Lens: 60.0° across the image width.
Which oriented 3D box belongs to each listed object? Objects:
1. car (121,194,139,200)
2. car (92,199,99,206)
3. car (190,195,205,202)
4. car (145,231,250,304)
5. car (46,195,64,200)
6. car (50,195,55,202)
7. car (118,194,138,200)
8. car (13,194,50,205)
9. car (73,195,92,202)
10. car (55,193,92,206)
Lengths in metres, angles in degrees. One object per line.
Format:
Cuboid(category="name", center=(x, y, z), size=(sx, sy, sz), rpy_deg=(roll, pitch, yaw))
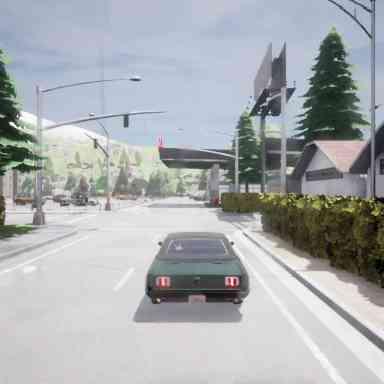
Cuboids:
Cuboid(category="car", center=(-16.438, 1.339, 87.987), size=(4.514, 1.523, 2.007), rpy_deg=(0, 0, 0))
Cuboid(category="car", center=(-16.143, 1.361, 50.594), size=(3.806, 1.475, 1.970), rpy_deg=(0, 0, 0))
Cuboid(category="car", center=(1.690, 1.540, 80.066), size=(2.033, 1.411, 5.357), rpy_deg=(0, 0, -14))
Cuboid(category="car", center=(0.101, 1.601, 8.075), size=(1.895, 1.301, 4.718), rpy_deg=(0, 0, 0))
Cuboid(category="car", center=(-35.036, 1.384, 84.902), size=(3.806, 1.475, 1.970), rpy_deg=(0, 0, 0))
Cuboid(category="car", center=(-23.974, 1.298, 62.973), size=(4.514, 1.523, 2.007), rpy_deg=(0, 0, 0))
Cuboid(category="car", center=(-16.370, 1.330, 84.851), size=(5.027, 1.636, 2.152), rpy_deg=(0, 0, 0))
Cuboid(category="car", center=(-24.622, 1.097, 50.513), size=(4.605, 1.855, 1.932), rpy_deg=(0, 0, 0))
Cuboid(category="car", center=(-23.983, 1.320, 72.966), size=(3.633, 1.501, 1.845), rpy_deg=(0, 0, 0))
Cuboid(category="car", center=(-16.737, 1.077, 47.266), size=(3.866, 1.878, 1.905), rpy_deg=(0, 0, 0))
